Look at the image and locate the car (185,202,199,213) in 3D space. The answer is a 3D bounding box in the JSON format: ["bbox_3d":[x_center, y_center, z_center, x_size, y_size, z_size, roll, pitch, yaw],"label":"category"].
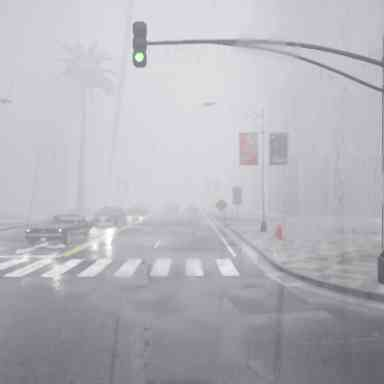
[{"bbox_3d":[0.039,2.354,47.662,1.895,1.301,4.718,0,-1,1],"label":"car"}]

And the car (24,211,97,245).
[{"bbox_3d":[-6.606,1.830,16.997,1.895,1.301,4.718,0,-1,0],"label":"car"}]

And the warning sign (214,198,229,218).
[{"bbox_3d":[2.851,1.569,32.085,1.300,1.860,1.060,1,0,0],"label":"warning sign"}]

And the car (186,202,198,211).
[{"bbox_3d":[-0.014,2.509,57.665,2.033,1.411,5.357,0,-1,0],"label":"car"}]

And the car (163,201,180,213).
[{"bbox_3d":[-3.161,2.309,47.887,2.033,1.411,5.357,0,-1,-1],"label":"car"}]

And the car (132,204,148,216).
[{"bbox_3d":[-6.591,2.189,40.806,1.994,1.385,4.181,0,-1,0],"label":"car"}]

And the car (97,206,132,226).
[{"bbox_3d":[-6.603,1.876,27.117,2.128,1.511,4.902,0,-1,0],"label":"car"}]

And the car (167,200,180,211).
[{"bbox_3d":[-3.204,2.335,58.462,2.097,1.767,4.553,0,-1,0],"label":"car"}]
